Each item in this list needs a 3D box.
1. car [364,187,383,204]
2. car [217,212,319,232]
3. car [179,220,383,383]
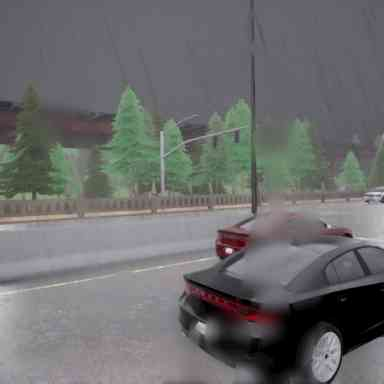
[{"bbox_3d":[24.558,0.412,43.133,5.566,2.045,2.150,-1,1,-36],"label":"car"},{"bbox_3d":[2.998,1.357,10.238,5.008,1.535,1.882,-1,1,-35],"label":"car"},{"bbox_3d":[2.157,1.420,5.351,5.008,1.535,1.882,-1,1,-35],"label":"car"}]
